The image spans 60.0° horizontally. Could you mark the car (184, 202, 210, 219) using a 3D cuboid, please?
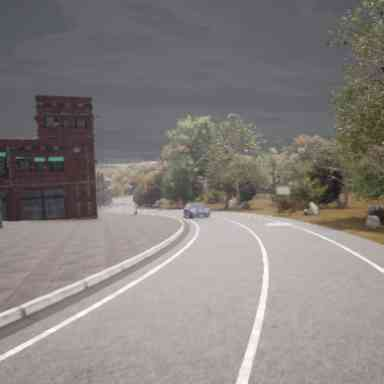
[{"bbox_3d":[0.454,1.882,35.398,2.097,1.767,4.553,-3,-1,-12],"label":"car"}]
